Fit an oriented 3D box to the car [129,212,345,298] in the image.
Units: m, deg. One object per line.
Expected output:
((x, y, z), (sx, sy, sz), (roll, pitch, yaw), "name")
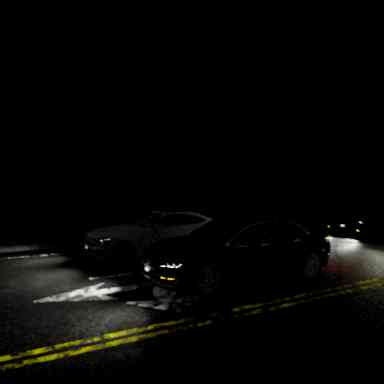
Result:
((1.204, 1.330, 8.011), (4.892, 1.490, 1.837), (0, 1, -29), "car")

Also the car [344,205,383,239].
((8.386, 1.307, 15.703), (4.181, 1.385, 1.994), (0, 1, -30), "car")

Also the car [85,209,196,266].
((-0.948, 1.271, 10.518), (4.674, 1.442, 1.812), (0, 1, -30), "car")
